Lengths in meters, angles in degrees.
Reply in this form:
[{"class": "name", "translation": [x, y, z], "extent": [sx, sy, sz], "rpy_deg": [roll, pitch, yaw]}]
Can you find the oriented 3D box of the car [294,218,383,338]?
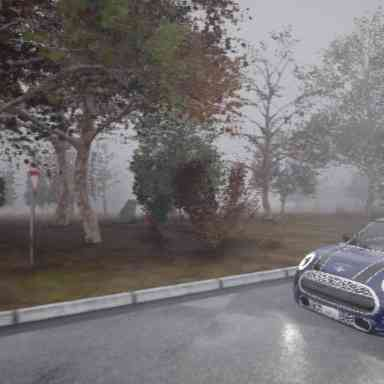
[{"class": "car", "translation": [4.099, 1.273, 6.270], "extent": [4.553, 1.767, 2.097], "rpy_deg": [0, 1, -30]}]
